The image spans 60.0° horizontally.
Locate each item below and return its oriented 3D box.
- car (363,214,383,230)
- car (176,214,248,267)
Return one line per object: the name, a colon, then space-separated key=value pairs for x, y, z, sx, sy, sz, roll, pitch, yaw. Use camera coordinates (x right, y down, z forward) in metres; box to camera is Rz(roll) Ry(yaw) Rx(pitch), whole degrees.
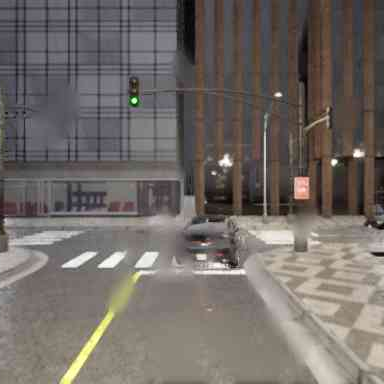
car: x=12.806 y=1.553 z=18.987 sx=5.357 sy=1.411 sz=2.033 roll=0 pitch=0 yaw=0
car: x=0.795 y=1.543 z=11.598 sx=1.837 sy=1.490 sz=4.892 roll=-1 pitch=0 yaw=12
